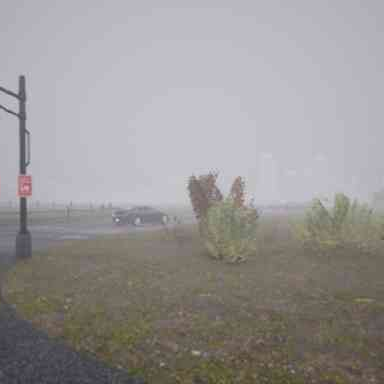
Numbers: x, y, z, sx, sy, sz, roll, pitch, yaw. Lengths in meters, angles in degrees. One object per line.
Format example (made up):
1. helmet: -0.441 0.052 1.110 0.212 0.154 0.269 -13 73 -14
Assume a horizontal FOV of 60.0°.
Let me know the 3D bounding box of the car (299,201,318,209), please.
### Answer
1. car: 20.310 2.215 57.996 1.994 1.385 4.181 -1 -1 36

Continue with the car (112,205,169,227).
1. car: -3.685 1.705 24.711 1.837 1.490 4.892 -1 -1 36

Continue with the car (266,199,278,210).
1. car: 14.075 2.001 55.338 2.097 1.767 4.553 -1 -1 36

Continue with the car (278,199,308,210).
1. car: 15.722 2.111 51.579 2.033 1.411 5.357 -1 -1 36
